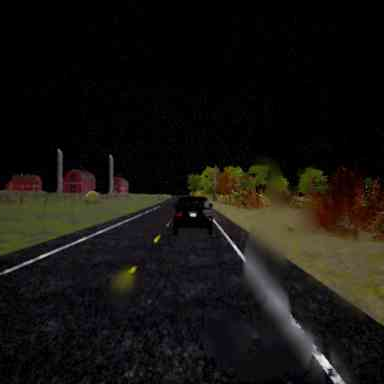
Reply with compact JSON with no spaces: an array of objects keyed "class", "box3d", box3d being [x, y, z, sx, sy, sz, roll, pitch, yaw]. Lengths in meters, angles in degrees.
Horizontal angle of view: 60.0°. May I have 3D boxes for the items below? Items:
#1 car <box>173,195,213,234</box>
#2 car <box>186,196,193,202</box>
[{"class":"car","box3d":[0.058,1.282,19.755,2.150,2.045,5.566,0,0,0]},{"class":"car","box3d":[-0.741,1.835,90.284,1.812,1.442,4.674,0,0,-1]}]
